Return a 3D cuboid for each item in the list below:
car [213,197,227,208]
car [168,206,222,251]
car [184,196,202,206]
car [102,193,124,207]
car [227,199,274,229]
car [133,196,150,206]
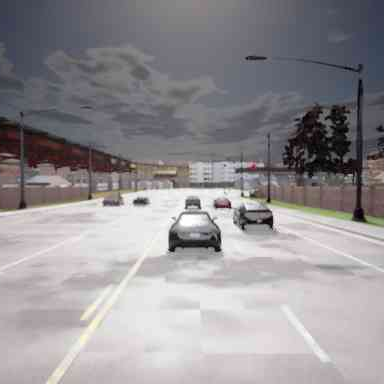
[{"bbox_3d":[3.606,1.255,40.289,1.994,1.385,4.181,0,1,0],"label":"car"},{"bbox_3d":[0.103,1.466,13.579,1.994,1.385,4.181,0,0,0],"label":"car"},{"bbox_3d":[0.106,1.202,39.806,1.837,1.490,4.892,0,0,0],"label":"car"},{"bbox_3d":[-10.537,0.979,44.698,2.097,1.767,4.553,0,1,0],"label":"car"},{"bbox_3d":[3.603,1.346,20.112,2.128,1.511,4.902,0,0,0],"label":"car"},{"bbox_3d":[-7.043,1.199,46.532,1.895,1.301,4.718,0,1,1],"label":"car"}]
